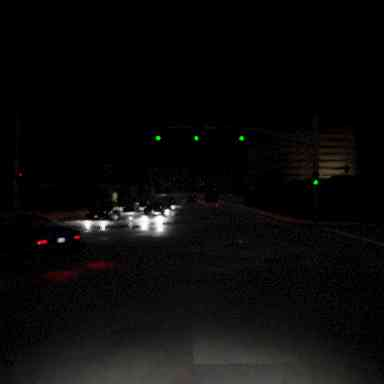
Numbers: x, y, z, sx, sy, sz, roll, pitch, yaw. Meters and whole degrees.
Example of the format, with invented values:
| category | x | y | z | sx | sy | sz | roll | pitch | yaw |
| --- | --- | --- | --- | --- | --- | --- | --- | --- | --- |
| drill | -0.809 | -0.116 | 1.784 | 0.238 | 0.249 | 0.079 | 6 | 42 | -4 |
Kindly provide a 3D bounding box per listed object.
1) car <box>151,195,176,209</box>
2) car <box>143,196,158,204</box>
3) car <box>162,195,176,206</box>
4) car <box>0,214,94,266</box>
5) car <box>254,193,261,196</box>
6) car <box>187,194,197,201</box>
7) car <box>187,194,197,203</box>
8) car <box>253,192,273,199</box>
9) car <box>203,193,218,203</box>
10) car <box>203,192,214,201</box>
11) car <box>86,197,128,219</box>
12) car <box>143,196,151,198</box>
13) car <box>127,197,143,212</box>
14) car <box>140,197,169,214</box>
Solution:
| category | x | y | z | sx | sy | sz | roll | pitch | yaw |
| --- | --- | --- | --- | --- | --- | --- | --- | --- | --- |
| car | -3.608 | 1.327 | 42.278 | 2.128 | 1.511 | 4.902 | 0 | 0 | 0 |
| car | -7.033 | 1.342 | 57.073 | 1.994 | 1.385 | 4.181 | 0 | 0 | 0 |
| car | -3.551 | 1.302 | 52.324 | 1.837 | 1.490 | 4.892 | 0 | 0 | 0 |
| car | -6.082 | 1.503 | 11.401 | 5.357 | 1.411 | 2.033 | 0 | 0 | 32 |
| car | 17.742 | 0.846 | 80.047 | 3.866 | 1.878 | 1.905 | 0 | 0 | -2 |
| car | -0.040 | 1.153 | 70.038 | 1.994 | 1.385 | 4.181 | 0 | 0 | 0 |
| car | -0.034 | 1.315 | 59.765 | 2.033 | 1.411 | 5.357 | 0 | 0 | 0 |
| car | 17.721 | 0.831 | 82.942 | 4.605 | 1.855 | 1.932 | 0 | 0 | -2 |
| car | 3.465 | 1.119 | 60.056 | 2.097 | 1.767 | 4.553 | 0 | 0 | 0 |
| car | 3.460 | 0.956 | 70.011 | 2.097 | 1.767 | 4.553 | 0 | 0 | 0 |
| car | -7.157 | 1.440 | 27.712 | 2.033 | 1.411 | 5.357 | 0 | 0 | 2 |
| car | -7.091 | 1.364 | 47.154 | 2.033 | 1.411 | 5.357 | 0 | 0 | 0 |
| car | -7.114 | 1.360 | 37.354 | 1.837 | 1.490 | 4.892 | 0 | 0 | 0 |
| car | -3.618 | 1.473 | 32.961 | 1.895 | 1.301 | 4.718 | 0 | 0 | 0 |
